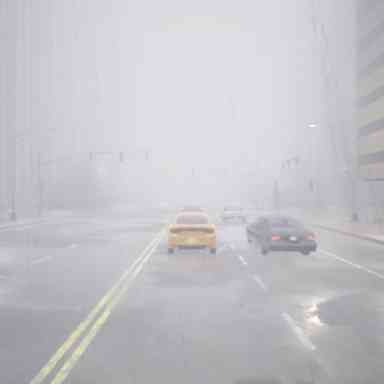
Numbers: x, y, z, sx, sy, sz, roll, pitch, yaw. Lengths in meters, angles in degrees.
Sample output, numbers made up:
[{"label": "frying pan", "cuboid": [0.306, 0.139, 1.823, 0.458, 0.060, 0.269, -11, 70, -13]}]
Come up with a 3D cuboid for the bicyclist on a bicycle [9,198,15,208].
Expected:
[{"label": "bicyclist on a bicycle", "cuboid": [-28.761, 1.800, 53.235, 0.582, 1.620, 1.656, 0, 0, 1]}]

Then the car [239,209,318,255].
[{"label": "car", "cuboid": [3.504, 1.679, 13.988, 2.033, 1.411, 5.357, 0, -1, 0]}]

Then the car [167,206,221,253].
[{"label": "car", "cuboid": [0.010, 1.614, 14.470, 1.882, 1.535, 5.008, 0, 0, 0]}]

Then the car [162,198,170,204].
[{"label": "car", "cuboid": [-6.981, 2.360, 89.095, 2.128, 1.511, 4.902, 0, -1, 0]}]

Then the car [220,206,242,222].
[{"label": "car", "cuboid": [3.509, 1.874, 29.104, 1.895, 1.301, 4.718, 0, 0, 0]}]

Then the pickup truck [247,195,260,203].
[{"label": "pickup truck", "cuboid": [16.640, 1.882, 87.891, 2.390, 2.098, 6.274, 0, -1, 31]}]
